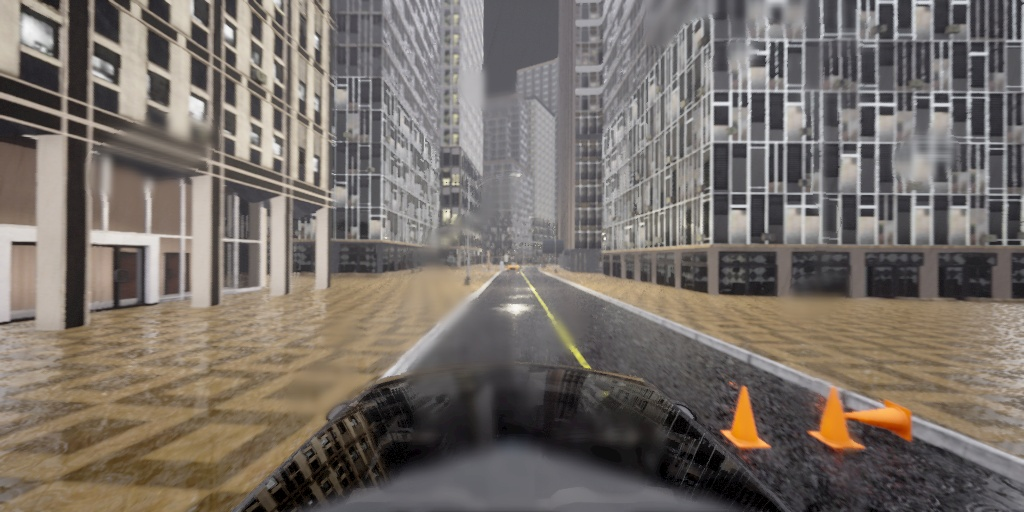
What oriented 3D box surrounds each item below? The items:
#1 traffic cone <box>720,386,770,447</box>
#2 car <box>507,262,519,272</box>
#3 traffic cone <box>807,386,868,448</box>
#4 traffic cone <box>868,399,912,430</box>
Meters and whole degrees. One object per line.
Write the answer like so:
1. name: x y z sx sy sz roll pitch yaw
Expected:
1. traffic cone: 2.569 1.739 3.968 0.340 0.580 0.340 0 0 0
2. car: 0.165 1.798 59.582 1.882 1.535 5.008 0 -1 1
3. traffic cone: 3.569 1.745 3.967 0.340 0.580 0.340 0 0 0
4. traffic cone: 4.405 1.579 4.093 0.340 0.580 0.340 0 0 10
